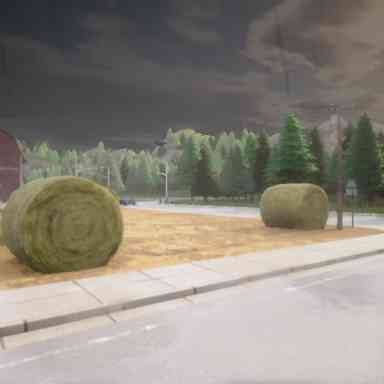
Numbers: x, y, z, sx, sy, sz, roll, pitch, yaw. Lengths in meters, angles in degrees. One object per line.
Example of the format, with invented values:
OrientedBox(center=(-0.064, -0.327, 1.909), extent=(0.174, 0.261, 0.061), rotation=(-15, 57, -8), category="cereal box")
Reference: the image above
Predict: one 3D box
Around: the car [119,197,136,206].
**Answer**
OrientedBox(center=(-10.994, 1.599, 54.686), extent=(1.812, 1.442, 4.674), rotation=(0, 0, -38), category="car")
